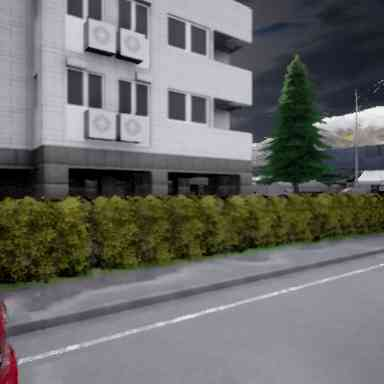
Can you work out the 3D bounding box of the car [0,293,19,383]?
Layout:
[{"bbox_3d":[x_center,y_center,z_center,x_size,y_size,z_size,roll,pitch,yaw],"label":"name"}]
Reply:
[{"bbox_3d":[-3.803,1.225,1.284,5.566,2.045,2.150,0,0,-35],"label":"car"}]
